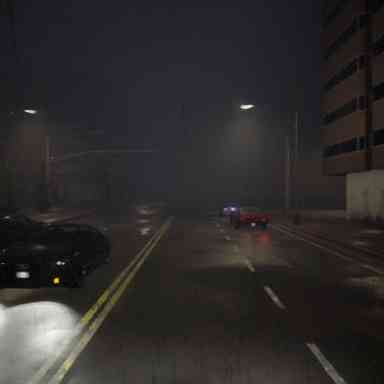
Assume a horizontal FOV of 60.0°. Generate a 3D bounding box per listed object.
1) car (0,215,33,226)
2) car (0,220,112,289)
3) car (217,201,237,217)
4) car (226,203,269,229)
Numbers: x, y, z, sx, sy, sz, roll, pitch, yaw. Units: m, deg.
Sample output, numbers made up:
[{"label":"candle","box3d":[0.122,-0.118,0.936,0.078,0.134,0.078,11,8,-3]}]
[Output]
[{"label":"car","box3d":[-7.033,1.545,11.982,2.033,1.411,5.357,0,0,1]},{"label":"car","box3d":[-3.558,1.563,9.007,1.994,1.385,4.181,0,0,0]},{"label":"car","box3d":[3.490,1.541,31.377,2.033,1.411,5.357,0,0,0]},{"label":"car","box3d":[3.545,1.596,21.437,1.895,1.301,4.718,0,0,0]}]
